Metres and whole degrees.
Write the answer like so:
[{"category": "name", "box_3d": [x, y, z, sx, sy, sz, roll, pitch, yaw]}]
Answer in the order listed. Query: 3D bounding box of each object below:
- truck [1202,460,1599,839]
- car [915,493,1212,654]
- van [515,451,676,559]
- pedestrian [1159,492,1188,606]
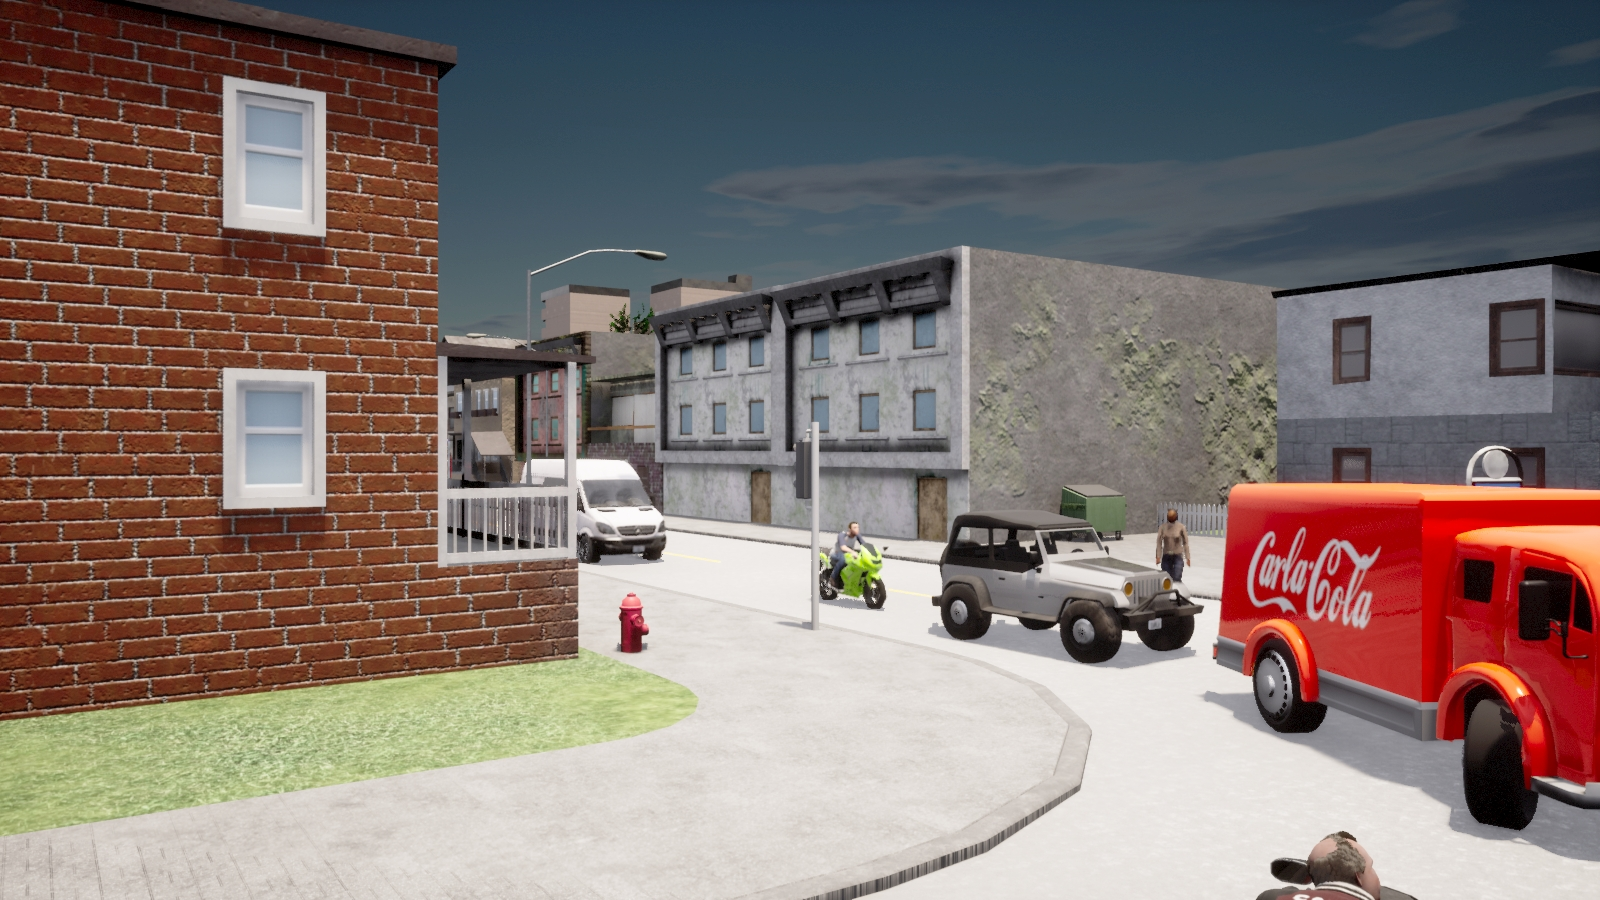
[{"category": "truck", "box_3d": [6.068, 1.348, 10.315, 2.627, 2.467, 5.204, 0, 0, -6]}, {"category": "car", "box_3d": [3.680, 1.637, 16.521, 1.905, 1.878, 3.866, 0, 0, -36]}, {"category": "van", "box_3d": [-5.533, 1.315, 30.169, 1.988, 2.561, 5.915, 0, 0, -34]}, {"category": "pedestrian", "box_3d": [6.195, 1.628, 18.952, 0.375, 1.860, 0.375, 0, 0, 34]}]
